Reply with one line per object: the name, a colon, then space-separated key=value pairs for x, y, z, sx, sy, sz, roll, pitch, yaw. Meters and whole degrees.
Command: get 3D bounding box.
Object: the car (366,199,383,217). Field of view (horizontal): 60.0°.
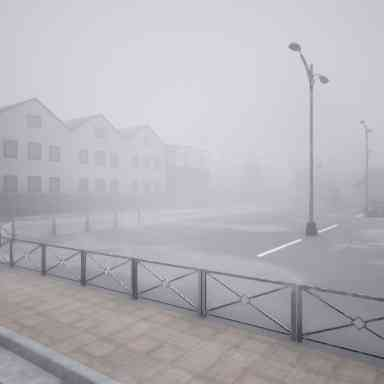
car: x=15.362 y=1.298 z=26.847 sx=2.007 sy=1.523 sz=4.514 roll=0 pitch=0 yaw=35
